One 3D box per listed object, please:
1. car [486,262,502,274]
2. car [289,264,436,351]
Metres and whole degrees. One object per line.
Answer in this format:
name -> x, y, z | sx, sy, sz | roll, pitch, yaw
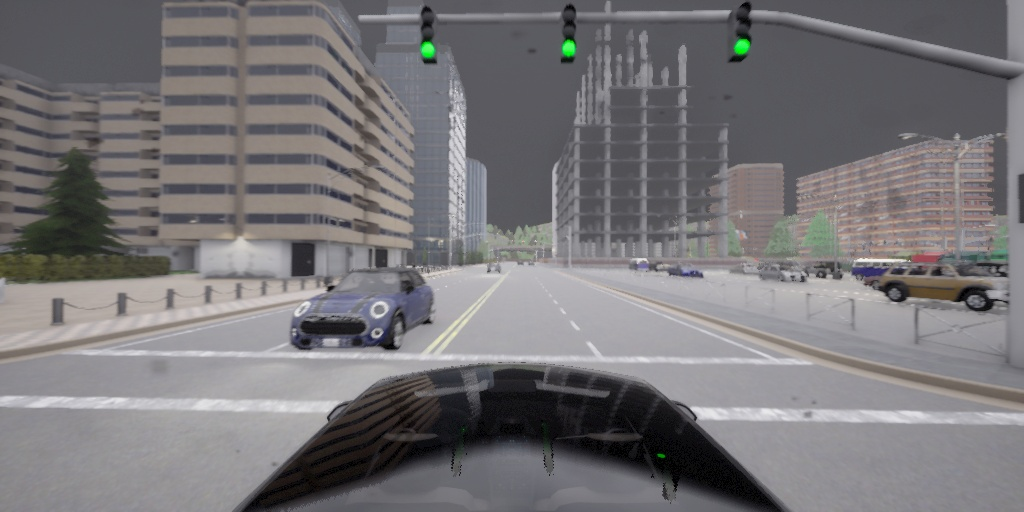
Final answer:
car -> -2.420, 1.615, 49.290 | 2.128, 1.511, 4.902 | 0, 0, 1
car -> -3.408, 1.097, 9.112 | 2.097, 1.767, 4.553 | 0, -1, 1
